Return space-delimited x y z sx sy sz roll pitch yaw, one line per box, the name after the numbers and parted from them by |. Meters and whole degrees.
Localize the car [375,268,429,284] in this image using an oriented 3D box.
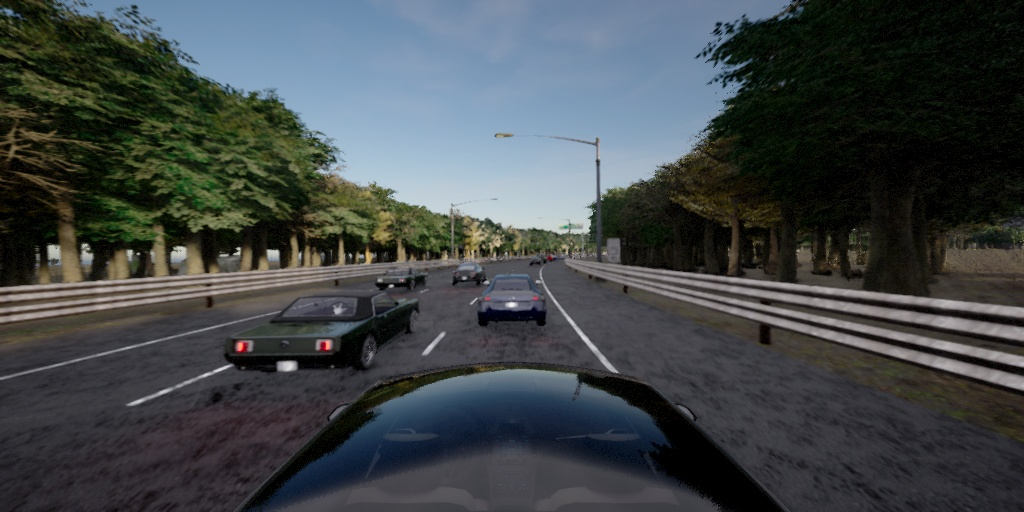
-6.598 1.367 22.095 1.895 1.301 4.718 -1 0 2 | car

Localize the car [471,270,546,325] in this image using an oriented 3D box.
0.019 1.277 11.662 1.994 1.385 4.181 -1 0 1 | car

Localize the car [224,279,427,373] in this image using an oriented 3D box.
-3.408 1.379 7.669 1.895 1.301 4.718 -1 0 0 | car

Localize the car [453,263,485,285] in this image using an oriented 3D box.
-2.963 1.226 25.307 1.812 1.442 4.674 -1 0 2 | car
